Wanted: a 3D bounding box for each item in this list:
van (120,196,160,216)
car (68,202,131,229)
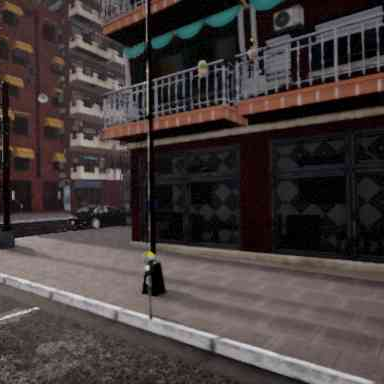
[{"bbox_3d":[-5.271,1.385,33.921,1.690,1.788,3.998,-1,-1,36],"label":"van"},{"bbox_3d":[-5.356,1.449,20.276,2.008,1.369,4.403,-1,-1,36],"label":"car"}]
